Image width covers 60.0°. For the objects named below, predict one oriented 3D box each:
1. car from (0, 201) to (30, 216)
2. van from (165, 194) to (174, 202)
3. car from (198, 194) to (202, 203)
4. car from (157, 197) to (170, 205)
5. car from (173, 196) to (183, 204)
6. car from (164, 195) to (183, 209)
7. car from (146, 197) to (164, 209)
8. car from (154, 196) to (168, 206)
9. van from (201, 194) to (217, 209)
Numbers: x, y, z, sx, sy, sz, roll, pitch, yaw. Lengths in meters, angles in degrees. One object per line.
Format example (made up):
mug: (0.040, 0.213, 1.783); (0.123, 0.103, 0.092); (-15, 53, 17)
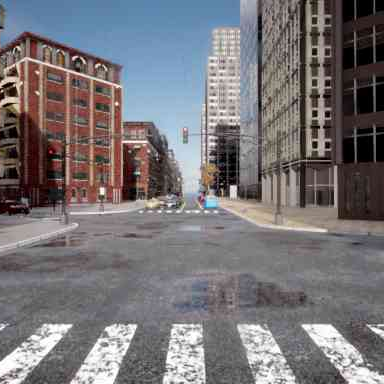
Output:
car: (-18.457, 1.640, 34.131); (5.008, 1.535, 1.882); (0, -1, 41)
van: (-5.312, 1.474, 79.090); (1.690, 1.788, 3.998); (0, 0, 0)
car: (2.567, 1.644, 67.985); (1.887, 1.381, 4.507); (0, 0, 0)
car: (-5.313, 1.650, 62.434); (1.947, 1.339, 4.313); (0, 0, 0)
car: (-2.775, 1.621, 66.420); (1.812, 1.442, 4.674); (0, 0, 1)
car: (-2.813, 1.537, 45.966); (2.128, 1.511, 4.902); (0, 0, 2)
car: (-5.312, 1.570, 45.606); (1.752, 1.417, 4.829); (0, 0, 0)
car: (-5.312, 1.510, 56.882); (1.967, 1.590, 4.097); (0, 0, 0)
van: (2.569, 1.386, 45.776); (1.690, 1.788, 3.998); (0, 0, 0)
